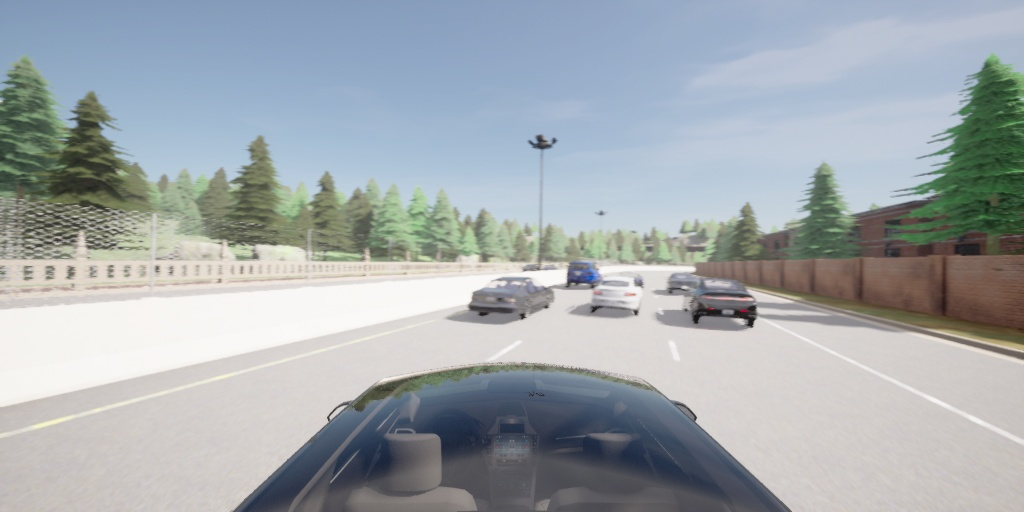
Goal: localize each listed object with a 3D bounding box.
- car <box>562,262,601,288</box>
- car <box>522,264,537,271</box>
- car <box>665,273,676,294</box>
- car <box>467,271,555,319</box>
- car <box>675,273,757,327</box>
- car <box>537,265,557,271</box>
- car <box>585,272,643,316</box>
[{"bbox_3d":[5.776,1.486,28.798,2.150,2.045,5.566,1,-1,21],"label":"car"},{"bbox_3d":[3.075,2.173,62.035,1.837,1.490,4.892,1,-1,21],"label":"car"},{"bbox_3d":[11.970,1.903,25.412,2.033,1.411,5.357,1,-1,21],"label":"car"},{"bbox_3d":[0.197,1.472,13.775,2.033,1.411,5.357,1,-1,21],"label":"car"},{"bbox_3d":[7.502,1.574,13.285,2.128,1.511,4.902,1,-1,21],"label":"car"},{"bbox_3d":[6.373,2.275,60.847,2.033,1.411,5.357,1,-1,21],"label":"car"},{"bbox_3d":[4.482,1.567,15.184,1.812,1.442,4.674,1,-1,21],"label":"car"}]
